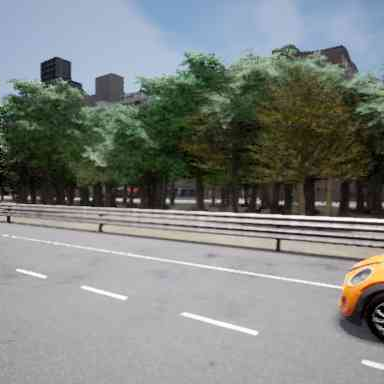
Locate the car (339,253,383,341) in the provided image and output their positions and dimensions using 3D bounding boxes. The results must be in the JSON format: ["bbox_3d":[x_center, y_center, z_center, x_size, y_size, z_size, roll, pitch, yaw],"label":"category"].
[{"bbox_3d":[4.659,1.352,4.845,4.553,1.767,2.097,0,0,35],"label":"car"}]
